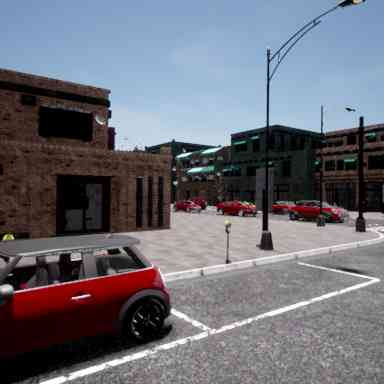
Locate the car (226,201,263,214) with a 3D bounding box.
[{"bbox_3d":[6.511,1.878,41.917,1.752,1.417,4.829,0,-1,-35],"label":"car"}]

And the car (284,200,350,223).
[{"bbox_3d":[10.132,1.474,26.626,2.097,1.767,4.553,1,-1,-35],"label":"car"}]

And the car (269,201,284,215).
[{"bbox_3d":[9.773,1.738,37.222,1.967,1.590,4.097,0,-1,-35],"label":"car"}]

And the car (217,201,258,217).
[{"bbox_3d":[4.627,1.691,34.490,1.882,1.535,5.008,1,-1,-35],"label":"car"}]

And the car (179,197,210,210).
[{"bbox_3d":[0.277,1.772,50.893,2.192,1.841,5.009,0,-1,-35],"label":"car"}]

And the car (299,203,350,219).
[{"bbox_3d":[12.938,1.811,32.664,1.947,1.339,4.313,0,-1,-35],"label":"car"}]

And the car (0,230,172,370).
[{"bbox_3d":[-2.409,1.440,4.826,4.097,1.590,1.967,0,1,-36],"label":"car"}]

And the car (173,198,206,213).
[{"bbox_3d":[-0.665,1.828,42.116,1.812,1.442,4.674,1,-1,-35],"label":"car"}]
